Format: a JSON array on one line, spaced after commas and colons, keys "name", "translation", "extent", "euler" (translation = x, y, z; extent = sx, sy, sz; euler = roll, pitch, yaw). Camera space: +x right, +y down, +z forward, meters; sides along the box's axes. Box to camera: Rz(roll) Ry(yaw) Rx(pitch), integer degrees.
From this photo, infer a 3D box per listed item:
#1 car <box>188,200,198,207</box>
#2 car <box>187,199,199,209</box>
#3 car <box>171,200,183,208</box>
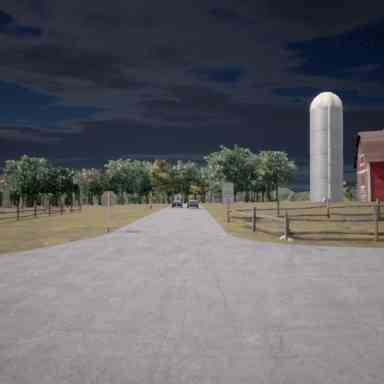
[{"name": "car", "translation": [0.174, 2.197, 64.887], "extent": [1.994, 1.385, 4.181], "euler": [0, -1, 0]}, {"name": "car", "translation": [0.146, 1.968, 54.458], "extent": [1.837, 1.490, 4.892], "euler": [0, -1, 0]}, {"name": "car", "translation": [-2.591, 2.081, 59.074], "extent": [2.033, 1.411, 5.357], "euler": [0, -1, 0]}]
